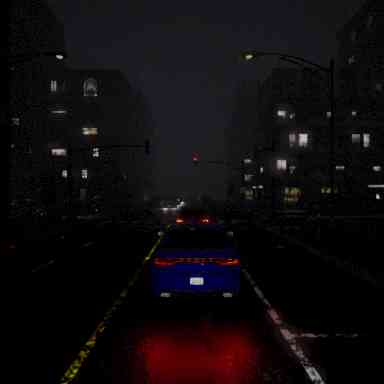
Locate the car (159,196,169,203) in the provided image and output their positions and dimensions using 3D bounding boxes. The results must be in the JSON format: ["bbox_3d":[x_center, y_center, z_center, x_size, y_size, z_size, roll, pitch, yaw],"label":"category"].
[{"bbox_3d":[-5.765,1.550,68.660,1.752,1.417,4.829,0,0,0],"label":"car"}]

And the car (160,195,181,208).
[{"bbox_3d":[-3.133,1.560,49.154,2.033,1.411,5.357,0,0,-1],"label":"car"}]

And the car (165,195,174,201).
[{"bbox_3d":[-5.783,1.480,85.878,1.967,1.590,4.097,0,0,0],"label":"car"}]

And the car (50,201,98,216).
[{"bbox_3d":[-12.544,1.709,35.284,4.892,1.490,1.837,-1,0,-1],"label":"car"}]

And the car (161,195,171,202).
[{"bbox_3d":[-5.771,1.470,74.513,1.967,1.590,4.097,0,0,0],"label":"car"}]

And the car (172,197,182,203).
[{"bbox_3d":[-3.084,1.626,68.144,1.895,1.301,4.718,0,0,0],"label":"car"}]

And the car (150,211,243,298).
[{"bbox_3d":[0.094,1.477,8.554,1.882,1.535,5.008,0,0,0],"label":"car"}]

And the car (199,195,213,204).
[{"bbox_3d":[2.628,1.458,57.476,1.967,1.590,4.097,0,0,0],"label":"car"}]

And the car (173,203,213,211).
[{"bbox_3d":[0.079,1.526,17.894,1.812,1.442,4.674,0,0,1],"label":"car"}]

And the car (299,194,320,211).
[{"bbox_3d":[14.507,1.209,35.550,4.892,1.490,1.837,-1,0,1],"label":"car"}]

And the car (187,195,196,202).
[{"bbox_3d":[-0.084,1.389,78.834,2.097,1.767,4.553,0,0,0],"label":"car"}]

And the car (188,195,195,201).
[{"bbox_3d":[-0.097,1.522,90.366,1.882,1.535,5.008,0,0,0],"label":"car"}]

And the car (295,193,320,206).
[{"bbox_3d":[14.519,1.014,38.121,5.009,1.841,2.192,-1,1,-1],"label":"car"}]

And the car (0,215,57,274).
[{"bbox_3d":[-5.750,1.582,9.759,1.802,1.307,4.206,0,0,0],"label":"car"}]

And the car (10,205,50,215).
[{"bbox_3d":[-16.709,1.888,32.043,4.718,1.301,1.895,-1,0,-1],"label":"car"}]

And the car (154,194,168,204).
[{"bbox_3d":[-5.759,1.336,63.148,2.192,1.841,5.009,0,0,0],"label":"car"}]

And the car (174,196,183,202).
[{"bbox_3d":[-3.086,1.621,78.483,1.895,1.301,4.718,0,0,0],"label":"car"}]

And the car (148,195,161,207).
[{"bbox_3d":[-5.746,1.580,51.783,1.947,1.339,4.313,0,0,0],"label":"car"}]

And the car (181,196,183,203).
[{"bbox_3d":[-3.142,1.370,58.636,2.097,1.767,4.553,0,0,0],"label":"car"}]

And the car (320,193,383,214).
[{"bbox_3d":[14.663,1.029,29.743,5.009,1.841,2.192,-1,1,-1],"label":"car"}]
